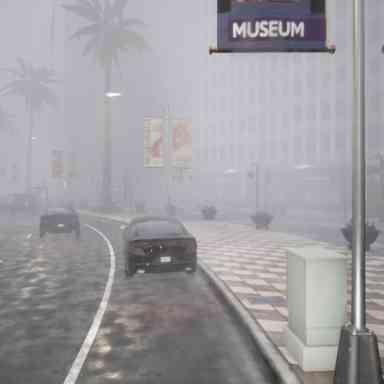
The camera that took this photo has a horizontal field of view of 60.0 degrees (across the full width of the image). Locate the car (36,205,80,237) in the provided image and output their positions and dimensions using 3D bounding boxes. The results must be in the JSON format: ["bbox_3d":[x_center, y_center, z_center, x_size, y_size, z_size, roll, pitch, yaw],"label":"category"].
[{"bbox_3d":[-7.316,1.470,18.261,1.882,1.535,5.008,0,0,-24],"label":"car"}]

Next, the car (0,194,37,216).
[{"bbox_3d":[-16.905,1.205,32.252,2.150,2.045,5.566,0,0,-42],"label":"car"}]

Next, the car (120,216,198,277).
[{"bbox_3d":[-1.184,1.476,10.449,1.882,1.535,5.008,0,0,-13],"label":"car"}]

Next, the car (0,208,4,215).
[{"bbox_3d":[-3.174,1.219,0.892,2.150,2.045,5.566,0,0,0],"label":"car"}]
